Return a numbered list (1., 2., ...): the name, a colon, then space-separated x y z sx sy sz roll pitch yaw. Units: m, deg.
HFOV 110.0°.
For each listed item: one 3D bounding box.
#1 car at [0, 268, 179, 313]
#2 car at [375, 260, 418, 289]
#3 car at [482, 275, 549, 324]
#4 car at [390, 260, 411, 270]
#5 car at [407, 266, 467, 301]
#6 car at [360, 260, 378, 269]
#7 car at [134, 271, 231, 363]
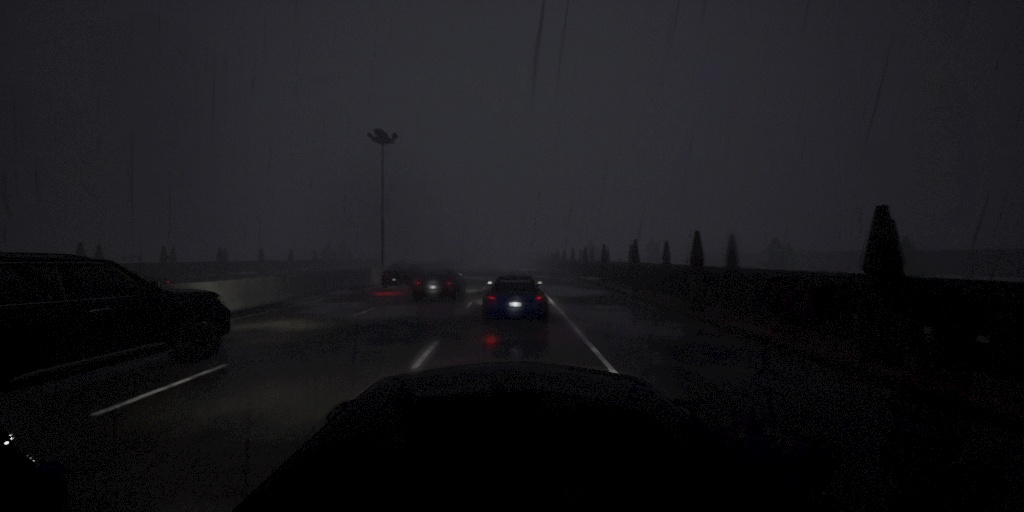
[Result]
1. car: -17.595 1.293 15.164 2.033 1.411 5.357 0 0 0
2. car: -6.892 1.225 23.421 1.882 1.535 5.008 0 0 0
3. car: 0.104 1.311 11.971 1.994 1.385 4.181 0 0 0
4. car: -17.528 1.360 56.478 1.994 1.385 4.181 0 0 1
5. car: -3.393 1.310 17.406 1.994 1.385 4.181 0 0 0
6. car: -21.034 1.279 53.510 2.128 1.511 4.902 0 0 1
7. car: -6.898 0.970 5.020 2.150 2.045 5.566 0 0 0
